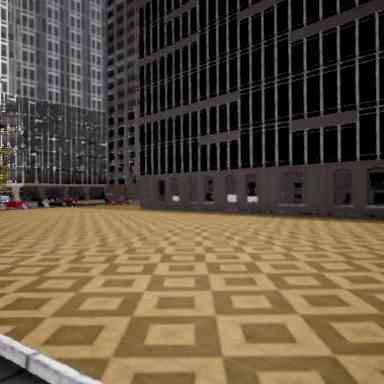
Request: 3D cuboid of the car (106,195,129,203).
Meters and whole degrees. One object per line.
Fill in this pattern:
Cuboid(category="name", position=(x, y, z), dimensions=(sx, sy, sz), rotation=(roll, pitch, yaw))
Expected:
Cuboid(category="car", position=(-15.582, 1.432, 69.811), dimensions=(4.313, 1.339, 1.947), rotation=(-1, 1, -45))

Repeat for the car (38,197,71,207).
Cuboid(category="car", position=(-21.689, 1.648, 51.759), dimensions=(4.313, 1.339, 1.947), rotation=(-1, 1, -45))

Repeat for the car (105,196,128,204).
Cuboid(category="car", position=(-13.692, 1.491, 59.849), dimensions=(4.206, 1.307, 1.802), rotation=(-1, 1, -45))

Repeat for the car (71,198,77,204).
Cuboid(category="car", position=(-23.632, 1.584, 61.774), dimensions=(4.507, 1.381, 1.887), rotation=(-1, 1, -45))

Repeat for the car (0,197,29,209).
Cuboid(category="car", position=(-25.673, 1.609, 47.696), dimensions=(4.097, 1.590, 1.967), rotation=(-1, 1, -45))
